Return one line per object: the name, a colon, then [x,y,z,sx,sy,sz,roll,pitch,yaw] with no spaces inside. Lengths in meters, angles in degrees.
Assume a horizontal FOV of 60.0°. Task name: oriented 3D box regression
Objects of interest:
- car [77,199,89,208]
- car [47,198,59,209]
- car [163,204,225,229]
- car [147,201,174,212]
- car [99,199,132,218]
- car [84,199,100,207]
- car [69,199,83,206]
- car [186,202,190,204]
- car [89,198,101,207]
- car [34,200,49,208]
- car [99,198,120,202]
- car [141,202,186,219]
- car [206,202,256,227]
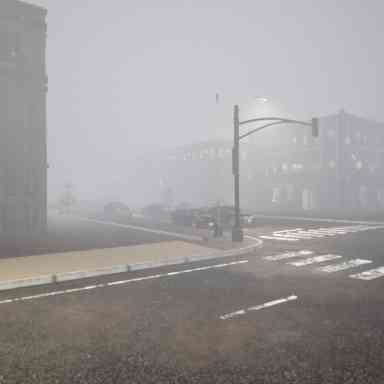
car: [-20.211,2.195,62.807,1.812,1.442,4.674,-1,0,-35]
car: [-23.842,2.233,57.889,1.752,1.417,4.829,-1,0,-35]
car: [0.014,1.815,24.074,1.947,1.339,4.313,-1,0,-35]
car: [-4.291,1.966,44.826,1.802,1.307,4.206,-2,0,-35]
car: [-7.923,1.847,35.460,1.967,1.590,4.097,-1,0,-35]
car: [-20.312,2.228,67.393,1.887,1.381,4.507,-1,0,-35]
car: [-26.720,2.365,76.421,1.947,1.339,4.313,-1,0,-35]
car: [-1.088,1.904,40.313,1.802,1.307,4.206,-2,0,-35]
car: [-17.114,1.940,62.880,2.192,1.841,5.009,-1,0,-35]
car: [-30.349,2.376,67.055,2.008,1.369,4.403,-1,0,-35]
car: [-9.673,1.947,42.434,2.128,1.511,4.902,-1,0,-35]
car: [-3.253,1.878,33.370,2.033,1.411,5.357,-1,0,-36]
car: [2.693,1.738,25.001,1.812,1.442,4.674,-1,0,-34]
